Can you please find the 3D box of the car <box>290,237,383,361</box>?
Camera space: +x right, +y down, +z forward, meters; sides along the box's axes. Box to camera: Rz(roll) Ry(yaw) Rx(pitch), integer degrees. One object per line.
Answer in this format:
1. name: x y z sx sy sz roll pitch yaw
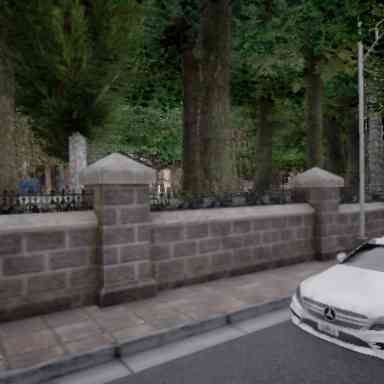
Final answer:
1. car: 3.716 1.527 5.711 4.674 1.442 1.812 0 0 -34
